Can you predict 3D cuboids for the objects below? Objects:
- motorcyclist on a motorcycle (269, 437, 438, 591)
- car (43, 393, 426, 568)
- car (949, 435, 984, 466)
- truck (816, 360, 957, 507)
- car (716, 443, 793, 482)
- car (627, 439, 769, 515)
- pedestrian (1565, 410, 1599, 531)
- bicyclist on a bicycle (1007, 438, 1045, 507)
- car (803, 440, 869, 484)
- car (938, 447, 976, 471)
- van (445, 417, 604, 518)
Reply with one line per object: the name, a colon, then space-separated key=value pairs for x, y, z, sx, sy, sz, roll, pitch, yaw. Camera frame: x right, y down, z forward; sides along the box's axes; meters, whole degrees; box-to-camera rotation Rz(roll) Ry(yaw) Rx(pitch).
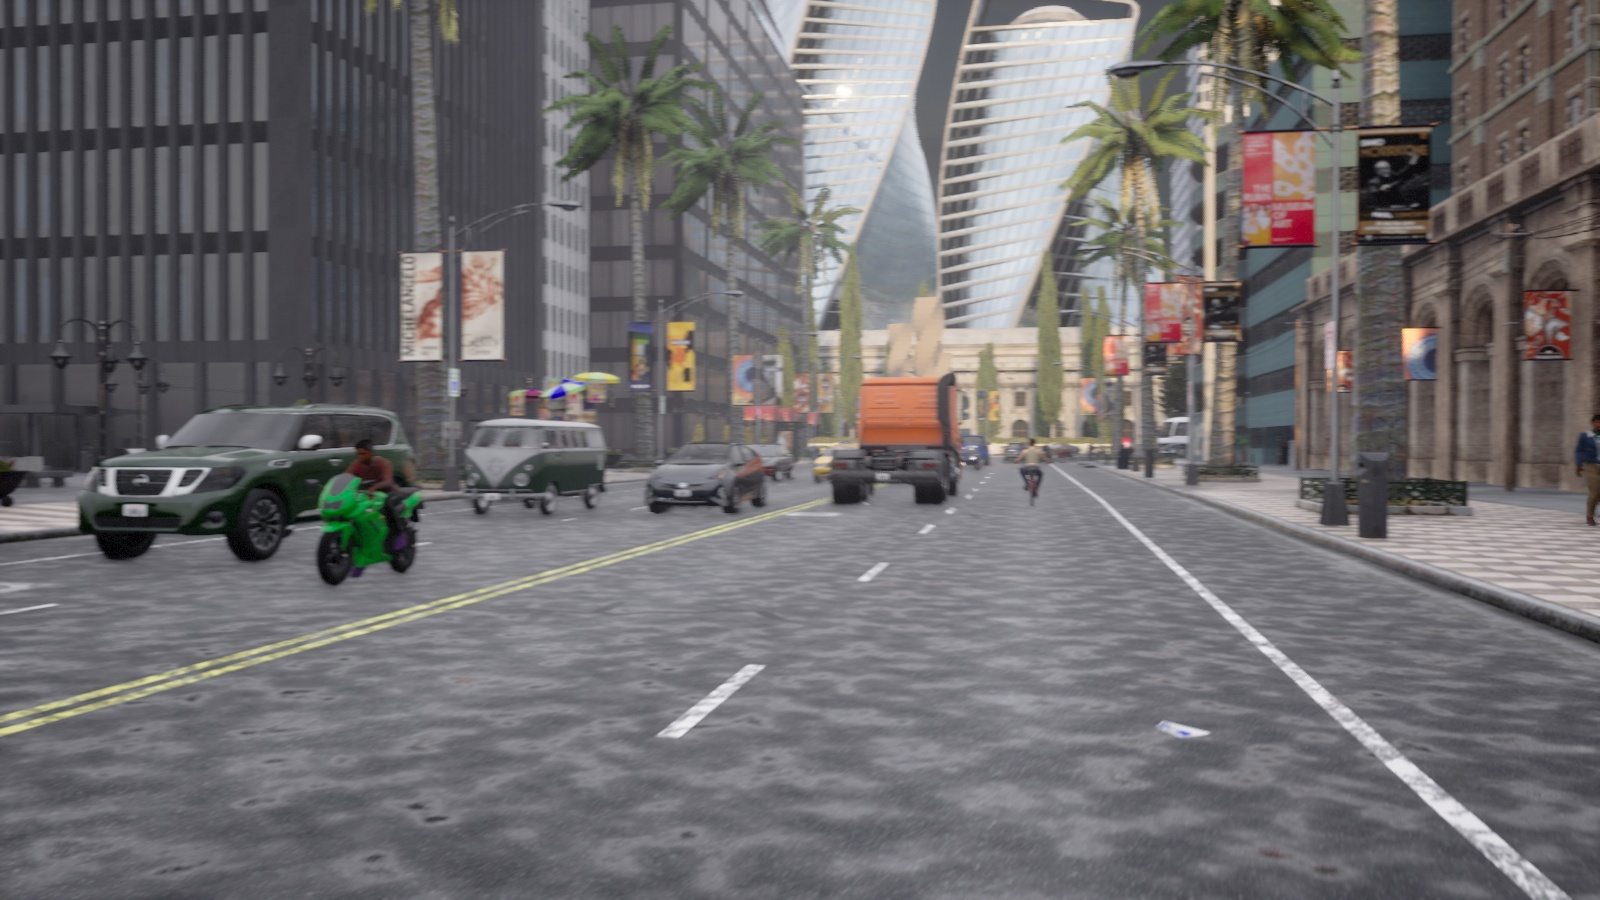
motorcyclist on a motorcycle: x=-4.738 y=0.637 z=13.500 sx=0.797 sy=1.523 sz=2.044 roll=0 pitch=0 yaw=10
car: x=-7.548 y=0.340 z=17.628 sx=2.150 sy=2.045 sz=5.566 roll=0 pitch=0 yaw=10
car: x=11.332 y=0.011 z=85.218 sx=2.150 sy=2.045 sz=5.566 roll=0 pitch=0 yaw=10
truck: x=2.523 y=-0.422 z=33.723 sx=2.891 sy=3.462 sz=7.936 roll=0 pitch=0 yaw=10
car: x=-1.753 y=0.452 z=50.166 sx=2.163 sy=1.488 sz=4.792 roll=0 pitch=0 yaw=10
car: x=-2.143 y=0.527 z=27.718 sx=2.007 sy=1.525 sz=4.514 roll=0 pitch=0 yaw=10
pedestrian: x=12.870 y=0.326 z=20.467 sx=0.423 sy=1.949 sz=0.788 roll=0 pitch=0 yaw=11
bicyclist on a bicycle: x=5.431 y=0.526 z=30.195 sx=0.866 sy=1.612 sz=1.509 roll=0 pitch=0 yaw=11
car: x=1.461 y=0.413 z=48.193 sx=1.801 sy=1.575 sz=5.366 roll=0 pitch=0 yaw=10
car: x=8.873 y=0.467 z=70.818 sx=1.895 sy=1.301 sz=4.718 roll=0 pitch=0 yaw=10
van: x=-5.818 y=0.325 z=27.087 sx=1.775 sy=1.987 sz=4.442 roll=0 pitch=0 yaw=10
